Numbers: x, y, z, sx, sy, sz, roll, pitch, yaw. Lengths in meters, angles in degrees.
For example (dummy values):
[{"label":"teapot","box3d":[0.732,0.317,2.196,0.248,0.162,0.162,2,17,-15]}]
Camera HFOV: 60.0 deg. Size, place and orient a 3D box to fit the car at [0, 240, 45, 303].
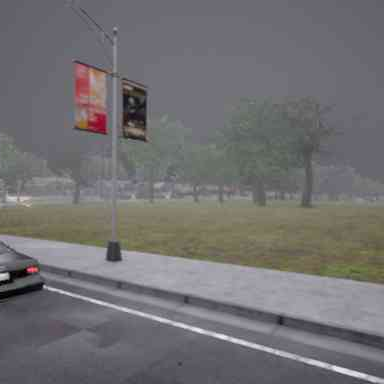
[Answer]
[{"label":"car","box3d":[-5.531,1.639,7.595,5.357,1.411,2.033,-1,0,36]}]
